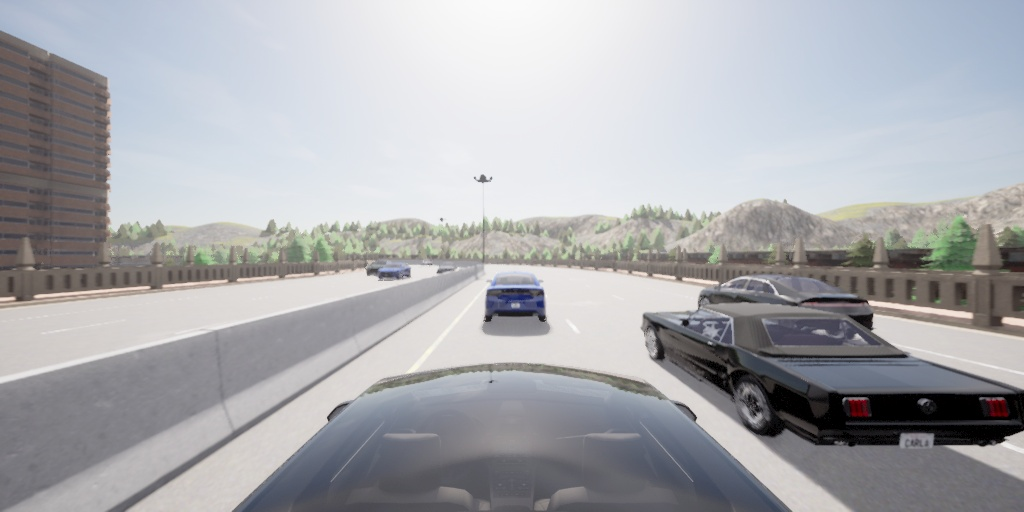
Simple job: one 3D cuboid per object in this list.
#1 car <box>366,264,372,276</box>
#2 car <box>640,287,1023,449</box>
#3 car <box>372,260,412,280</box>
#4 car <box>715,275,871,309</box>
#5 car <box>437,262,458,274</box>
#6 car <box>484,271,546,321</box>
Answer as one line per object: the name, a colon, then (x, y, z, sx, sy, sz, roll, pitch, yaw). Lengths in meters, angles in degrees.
car: (-14.200, 1.229, 39.154, 2.097, 1.767, 4.553, 0, 0, -1)
car: (3.601, 1.365, 5.408, 1.895, 1.301, 4.718, 0, 0, 0)
car: (-10.615, 1.332, 32.705, 1.882, 1.535, 5.008, 0, 0, 0)
car: (7.100, 1.271, 10.026, 2.128, 1.511, 4.902, 0, 0, 0)
car: (-7.223, 1.407, 40.504, 1.812, 1.442, 4.674, 0, 0, -2)
car: (0.104, 1.266, 12.686, 1.882, 1.535, 5.008, 0, 0, 0)
